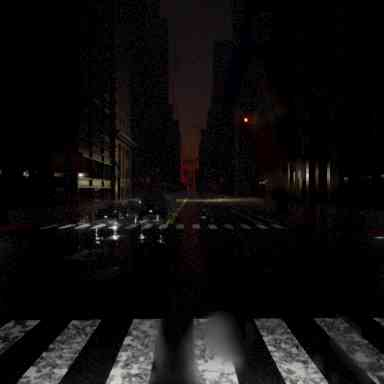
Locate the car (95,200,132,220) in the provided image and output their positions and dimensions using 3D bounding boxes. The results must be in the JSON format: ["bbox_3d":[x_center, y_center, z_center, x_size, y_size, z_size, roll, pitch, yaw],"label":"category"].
[{"bbox_3d":[-6.629,1.588,27.896,1.895,1.301,4.718,0,0,1],"label":"car"}]

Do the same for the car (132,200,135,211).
[{"bbox_3d":[-6.613,1.580,37.012,1.895,1.301,4.718,0,0,0],"label":"car"}]

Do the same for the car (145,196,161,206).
[{"bbox_3d":[-6.582,1.503,57.075,2.033,1.411,5.357,0,0,0],"label":"car"}]

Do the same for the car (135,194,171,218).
[{"bbox_3d":[-3.361,1.207,29.943,2.150,2.045,5.566,0,0,0],"label":"car"}]

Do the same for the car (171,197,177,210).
[{"bbox_3d":[-3.362,1.469,40.036,2.128,1.511,4.902,0,0,0],"label":"car"}]

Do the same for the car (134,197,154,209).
[{"bbox_3d":[-6.610,1.462,46.420,2.128,1.511,4.902,0,0,0],"label":"car"}]

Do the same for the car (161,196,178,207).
[{"bbox_3d":[-3.352,1.458,50.459,2.128,1.511,4.902,0,0,0],"label":"car"}]
